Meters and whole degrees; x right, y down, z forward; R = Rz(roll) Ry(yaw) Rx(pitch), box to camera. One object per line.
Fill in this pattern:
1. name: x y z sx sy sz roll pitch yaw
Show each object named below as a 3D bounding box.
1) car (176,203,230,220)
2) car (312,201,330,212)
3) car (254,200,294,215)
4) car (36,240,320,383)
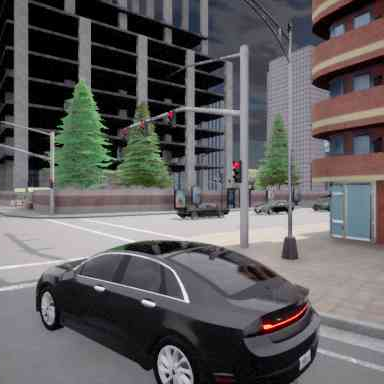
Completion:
1. car: 0.965 1.658 29.152 4.718 1.301 1.895 0 0 -35
2. car: 16.665 1.409 40.307 4.553 1.767 2.097 0 0 -35
3. car: 8.562 1.549 34.562 4.902 1.511 2.128 0 0 -35
4. car: -0.633 1.505 5.093 4.892 1.490 1.837 0 0 41
